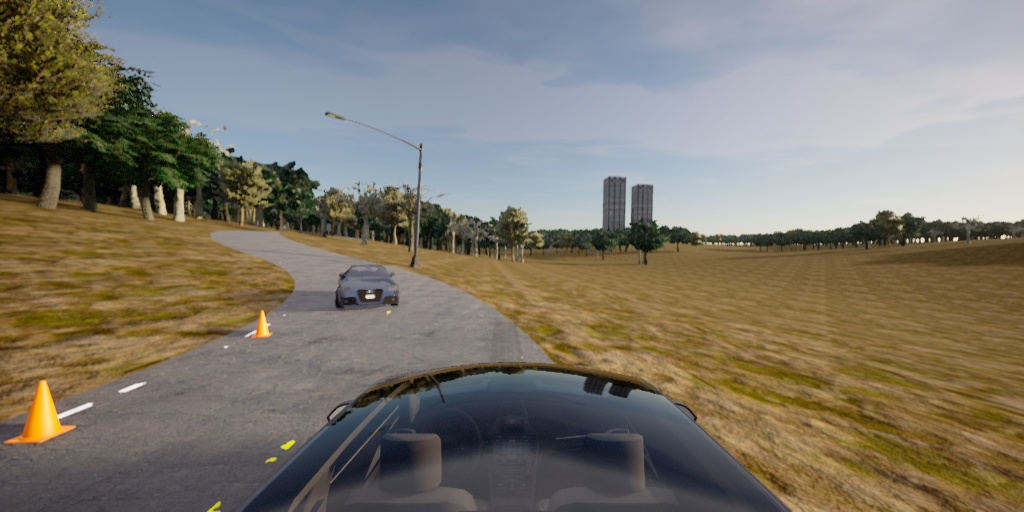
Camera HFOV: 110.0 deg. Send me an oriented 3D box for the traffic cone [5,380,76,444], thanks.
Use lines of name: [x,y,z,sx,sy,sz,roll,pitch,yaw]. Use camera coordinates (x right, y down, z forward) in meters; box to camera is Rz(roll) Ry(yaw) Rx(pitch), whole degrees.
traffic cone: [-5.087,1.647,3.880,0.340,0.580,0.340,0,0,-6]

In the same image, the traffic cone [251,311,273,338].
traffic cone: [-5.867,1.576,8.419,0.340,0.580,0.340,0,0,-14]

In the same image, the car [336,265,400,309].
car: [-5.412,1.030,13.438,1.994,1.385,4.181,1,3,-25]
